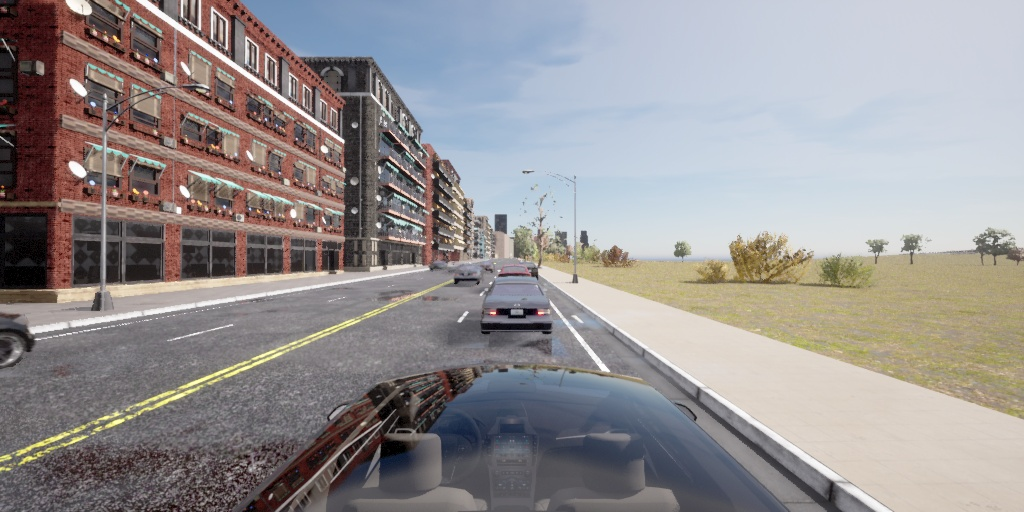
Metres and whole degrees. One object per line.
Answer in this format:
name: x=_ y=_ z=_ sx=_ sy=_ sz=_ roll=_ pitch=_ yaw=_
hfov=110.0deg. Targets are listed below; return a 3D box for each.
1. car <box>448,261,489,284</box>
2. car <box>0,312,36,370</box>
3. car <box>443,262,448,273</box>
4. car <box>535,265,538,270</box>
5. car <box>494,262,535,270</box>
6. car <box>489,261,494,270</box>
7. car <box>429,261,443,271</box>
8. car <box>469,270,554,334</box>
car: x=-3.104 y=1.301 z=26.691 sx=2.033 sy=1.411 sz=5.357 roll=0 pitch=0 yaw=0
car: x=-9.846 y=1.314 z=4.849 sx=1.994 sy=1.385 sz=4.181 roll=0 pitch=0 yaw=0
car: x=-6.511 y=1.355 z=42.873 sx=1.895 sy=1.301 sz=4.718 roll=0 pitch=0 yaw=0
car: x=1.200 y=1.232 z=30.517 sx=1.882 sy=1.535 sz=5.008 roll=0 pitch=0 yaw=0
car: x=0.144 y=1.231 z=21.080 sx=1.882 sy=1.535 sz=5.008 roll=0 pitch=0 yaw=0
car: x=-3.061 y=1.301 z=43.687 sx=2.033 sy=1.411 sz=5.357 roll=0 pitch=0 yaw=0
car: x=-9.747 y=1.317 z=47.928 sx=1.994 sy=1.385 sz=4.181 roll=0 pitch=0 yaw=0
car: x=0.118 y=1.299 z=10.540 sx=2.033 sy=1.411 sz=5.357 roll=0 pitch=0 yaw=0
